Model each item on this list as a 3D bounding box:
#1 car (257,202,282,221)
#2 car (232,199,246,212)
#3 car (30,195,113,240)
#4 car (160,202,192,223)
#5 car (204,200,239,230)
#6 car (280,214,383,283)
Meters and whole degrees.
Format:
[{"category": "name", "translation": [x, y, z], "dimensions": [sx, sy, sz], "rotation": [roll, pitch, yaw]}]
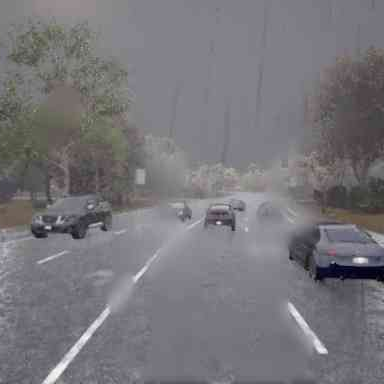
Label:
[{"category": "car", "translation": [6.328, 1.559, 27.204], "dimensions": [2.033, 1.411, 5.357], "rotation": [0, 0, 10]}, {"category": "car", "translation": [5.256, 1.554, 39.450], "dimensions": [1.994, 1.385, 4.181], "rotation": [0, 0, 12]}, {"category": "car", "translation": [-5.935, 1.192, 17.246], "dimensions": [2.150, 2.045, 5.566], "rotation": [0, 0, 7]}, {"category": "car", "translation": [-1.151, 1.512, 25.869], "dimensions": [1.812, 1.442, 4.674], "rotation": [0, 0, 10]}, {"category": "car", "translation": [1.863, 1.502, 21.248], "dimensions": [1.837, 1.490, 4.892], "rotation": [0, 0, 8]}, {"category": "car", "translation": [4.105, 1.573, 9.804], "dimensions": [1.994, 1.385, 4.181], "rotation": [0, 0, 4]}]
